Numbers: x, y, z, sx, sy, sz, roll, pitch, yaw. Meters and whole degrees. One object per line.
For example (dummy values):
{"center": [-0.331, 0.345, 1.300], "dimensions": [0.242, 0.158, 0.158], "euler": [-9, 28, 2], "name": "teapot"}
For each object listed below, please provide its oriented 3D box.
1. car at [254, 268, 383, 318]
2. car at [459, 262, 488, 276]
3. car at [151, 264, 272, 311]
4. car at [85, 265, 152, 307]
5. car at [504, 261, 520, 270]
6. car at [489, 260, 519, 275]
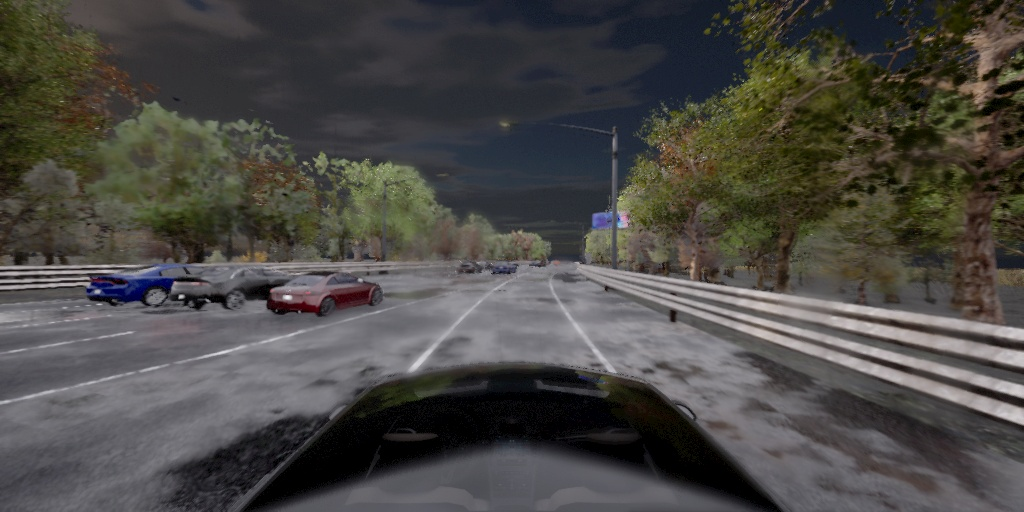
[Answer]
{"center": [-6.448, 1.247, 12.881], "dimensions": [1.994, 1.385, 4.181], "euler": [2, 0, 11], "name": "car"}
{"center": [-4.599, 1.410, 40.792], "dimensions": [1.837, 1.490, 4.892], "euler": [1, -1, 11], "name": "car"}
{"center": [-9.897, 1.105, 13.624], "dimensions": [2.128, 1.511, 4.902], "euler": [1, 0, 11], "name": "car"}
{"center": [-13.319, 1.062, 14.361], "dimensions": [1.882, 1.535, 5.008], "euler": [1, 0, 11], "name": "car"}
{"center": [-0.010, 1.637, 64.390], "dimensions": [1.882, 1.535, 5.008], "euler": [0, -1, 11], "name": "car"}
{"center": [-0.804, 1.306, 41.998], "dimensions": [2.097, 1.767, 4.553], "euler": [0, -1, 11], "name": "car"}
